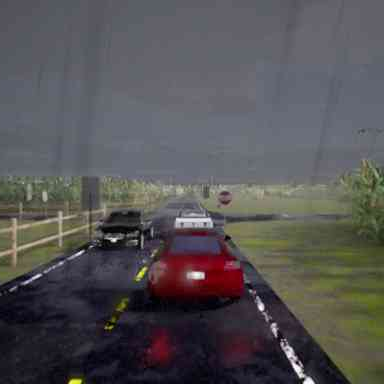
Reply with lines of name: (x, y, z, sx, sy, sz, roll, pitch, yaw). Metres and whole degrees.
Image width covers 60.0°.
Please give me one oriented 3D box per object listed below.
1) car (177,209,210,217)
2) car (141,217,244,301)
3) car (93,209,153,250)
car: (0.079, 1.613, 18.673, 1.895, 1.301, 4.718, 0, 0, 0)
car: (0.087, 1.572, 8.390, 1.994, 1.385, 4.181, 0, 0, 0)
car: (-2.798, 1.518, 14.398, 1.837, 1.490, 4.892, 0, -1, 0)
